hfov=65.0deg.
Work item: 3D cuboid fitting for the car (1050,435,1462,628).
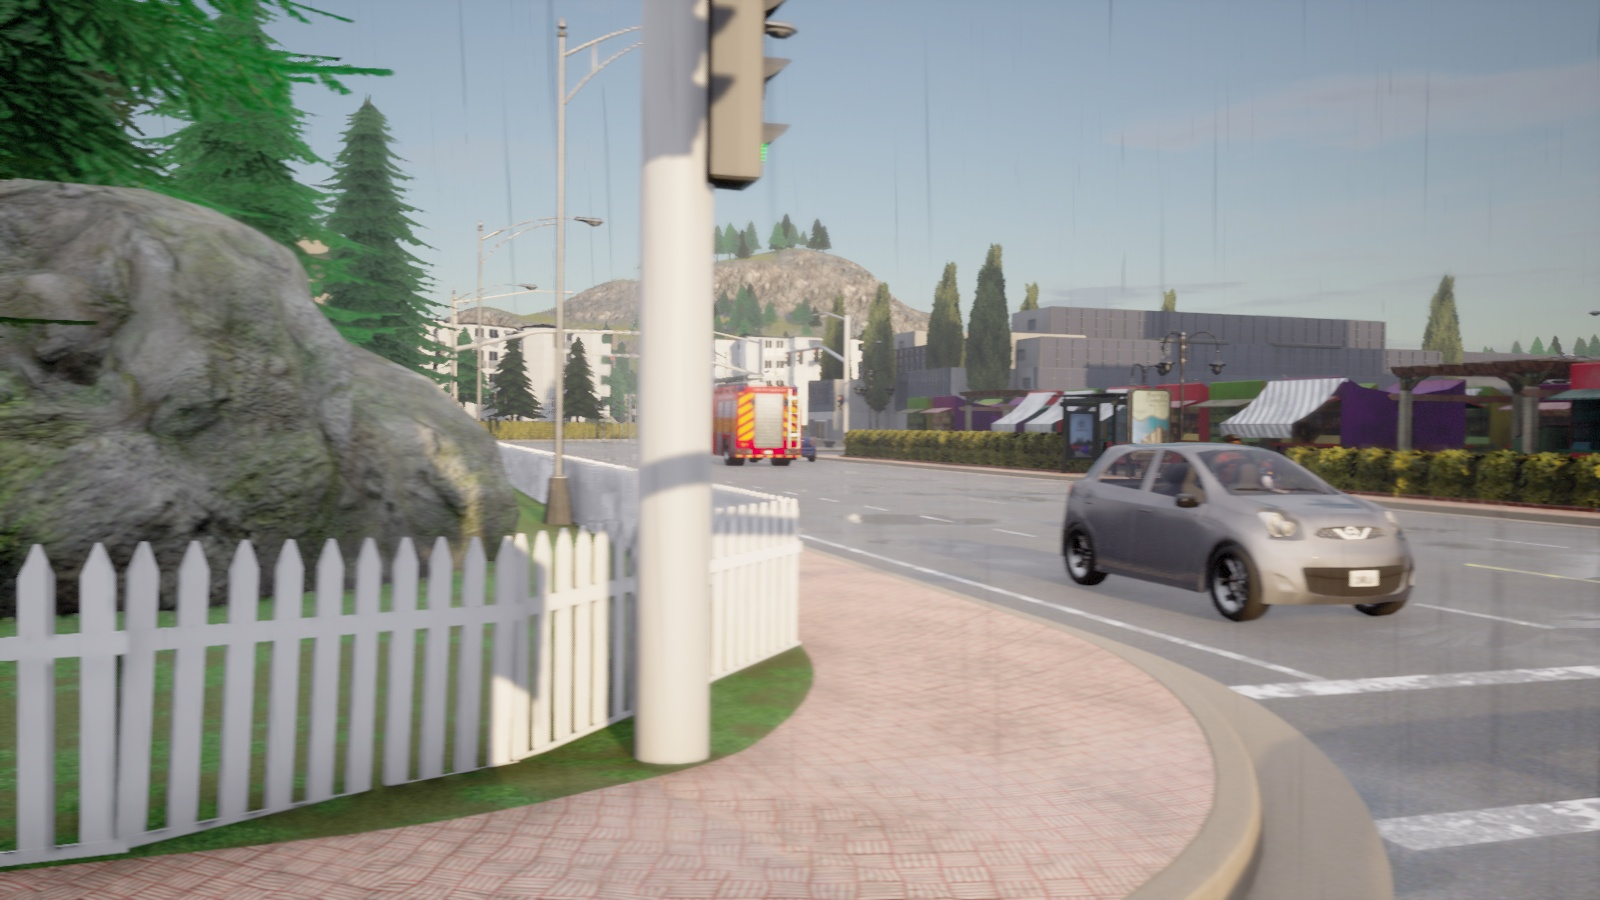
[{"bbox_3d":[4.108,0.625,11.962,1.845,1.501,3.633,-1,1,-18],"label":"car"}]

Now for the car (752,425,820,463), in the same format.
[{"bbox_3d":[-0.719,-0.326,61.874,2.097,1.767,4.553,-1,1,-18],"label":"car"}]

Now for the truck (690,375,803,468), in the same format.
[{"bbox_3d":[-2.548,-1.232,56.019,2.891,3.827,8.468,-1,1,-18],"label":"truck"}]
